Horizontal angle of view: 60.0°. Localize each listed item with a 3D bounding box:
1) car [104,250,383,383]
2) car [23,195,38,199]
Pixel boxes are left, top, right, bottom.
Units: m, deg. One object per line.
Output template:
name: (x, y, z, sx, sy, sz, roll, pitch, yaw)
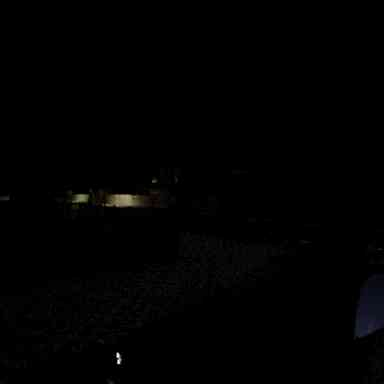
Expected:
car: (1.742, 1.531, 4.192, 5.357, 1.411, 2.033, 0, 0, -36)
car: (-38.300, 1.331, 79.473, 2.033, 1.411, 5.357, 0, 0, -35)
